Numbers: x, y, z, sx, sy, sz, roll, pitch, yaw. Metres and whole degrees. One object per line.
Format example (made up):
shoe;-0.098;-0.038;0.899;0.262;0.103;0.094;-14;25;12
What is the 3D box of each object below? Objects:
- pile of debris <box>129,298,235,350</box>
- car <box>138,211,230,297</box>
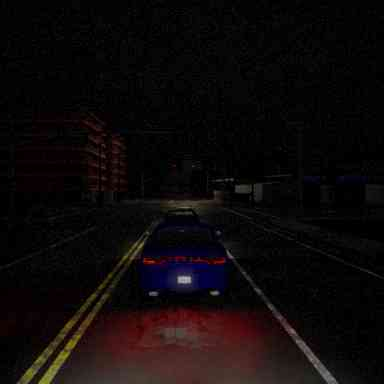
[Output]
pile of debris;-0.175;2.175;5.675;1.500;0.140;1.860;0;0;-2
car;-0.216;1.478;8.646;1.882;1.535;5.008;0;0;-2
